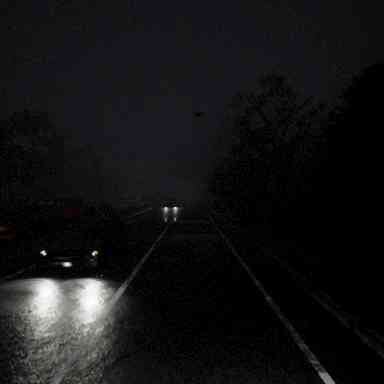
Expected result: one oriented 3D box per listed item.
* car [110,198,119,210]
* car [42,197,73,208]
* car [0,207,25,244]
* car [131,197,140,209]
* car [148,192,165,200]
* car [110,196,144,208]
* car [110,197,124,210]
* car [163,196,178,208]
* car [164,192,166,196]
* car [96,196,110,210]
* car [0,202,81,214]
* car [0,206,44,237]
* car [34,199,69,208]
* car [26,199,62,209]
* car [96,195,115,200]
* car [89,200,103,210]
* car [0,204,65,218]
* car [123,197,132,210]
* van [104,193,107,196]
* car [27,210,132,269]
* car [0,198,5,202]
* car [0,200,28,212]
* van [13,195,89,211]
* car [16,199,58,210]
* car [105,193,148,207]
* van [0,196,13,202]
[{"bbox_3d":[-10.225,1.620,32.945,4.892,1.521,2.231,0,-1,0],"label":"car"},{"bbox_3d":[-23.295,1.780,57.820,4.553,1.767,2.185,0,-1,0],"label":"car"},{"bbox_3d":[-10.082,1.536,13.511,5.366,1.575,1.946,0,0,0],"label":"car"},{"bbox_3d":[-10.025,1.733,44.038,5.366,1.575,1.946,0,-1,0],"label":"car"},{"bbox_3d":[-10.362,1.520,87.735,4.792,1.488,2.163,0,0,0],"label":"car"},{"bbox_3d":[-10.385,1.802,49.590,5.366,1.575,1.946,0,-1,0],"label":"car"},{"bbox_3d":[-10.411,1.639,35.713,5.366,1.575,1.946,0,-1,0],"label":"car"},{"bbox_3d":[-3.369,1.857,55.552,1.837,1.490,4.892,0,-1,0],"label":"car"},{"bbox_3d":[-10.408,1.392,93.305,4.553,1.767,2.185,0,0,0],"label":"car"},{"bbox_3d":[-10.267,1.477,30.166,4.553,1.767,2.185,0,0,0],"label":"car"},{"bbox_3d":[-10.223,1.599,21.840,4.792,1.488,2.163,0,0,0],"label":"car"},{"bbox_3d":[-10.233,1.579,16.287,4.792,1.488,2.163,0,0,0],"label":"car"},{"bbox_3d":[-23.240,1.903,55.173,4.792,1.488,2.163,0,-1,0],"label":"car"},{"bbox_3d":[-23.271,1.879,52.403,4.674,1.452,2.002,0,-1,0],"label":"car"},{"bbox_3d":[-23.467,1.542,90.361,4.674,1.452,2.002,0,0,0],"label":"car"},{"bbox_3d":[-10.271,1.620,27.393,4.792,1.488,2.163,0,0,0],"label":"car"},{"bbox_3d":[-10.228,1.589,19.064,4.792,1.488,2.163,0,0,0],"label":"car"},{"bbox_3d":[-10.035,1.666,38.365,5.366,1.575,1.946,0,-1,0],"label":"car"},{"bbox_3d":[-23.345,1.265,87.688,4.442,1.987,1.878,1,0,0],"label":"van"},{"bbox_3d":[-3.348,1.576,11.590,2.033,1.411,5.357,0,0,0],"label":"car"},{"bbox_3d":[-23.335,1.670,35.660,4.792,1.488,2.163,0,-1,0],"label":"car"},{"bbox_3d":[-23.267,1.731,41.325,4.792,1.488,2.163,0,-1,0],"label":"car"},{"bbox_3d":[-10.363,1.354,24.617,4.442,1.987,1.878,0,0,0],"label":"van"},{"bbox_3d":[-23.094,1.801,49.633,5.366,1.575,1.946,0,-1,0],"label":"car"},{"bbox_3d":[-10.223,1.588,52.369,5.566,2.045,2.435,0,-1,0],"label":"car"},{"bbox_3d":[-23.417,1.443,38.434,4.442,1.987,1.878,0,-1,0],"label":"van"}]
